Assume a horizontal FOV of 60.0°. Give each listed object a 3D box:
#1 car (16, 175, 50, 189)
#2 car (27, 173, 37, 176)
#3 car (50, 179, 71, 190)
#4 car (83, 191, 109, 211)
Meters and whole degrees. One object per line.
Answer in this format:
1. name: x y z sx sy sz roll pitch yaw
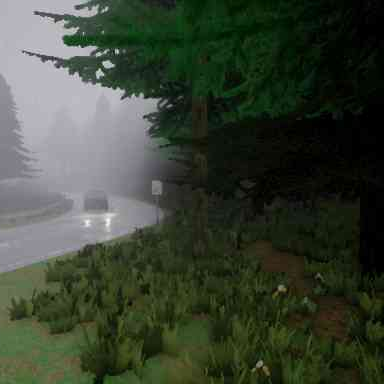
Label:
1. car: -20.809 -0.974 42.800 4.892 1.490 1.837 5 3 36
2. car: -25.775 -2.127 52.419 2.150 2.045 5.566 0 5 -30
3. car: -18.443 -0.951 45.363 4.892 1.490 1.837 6 4 38
4. car: -8.209 0.657 28.484 1.882 1.535 5.008 0 5 -17
